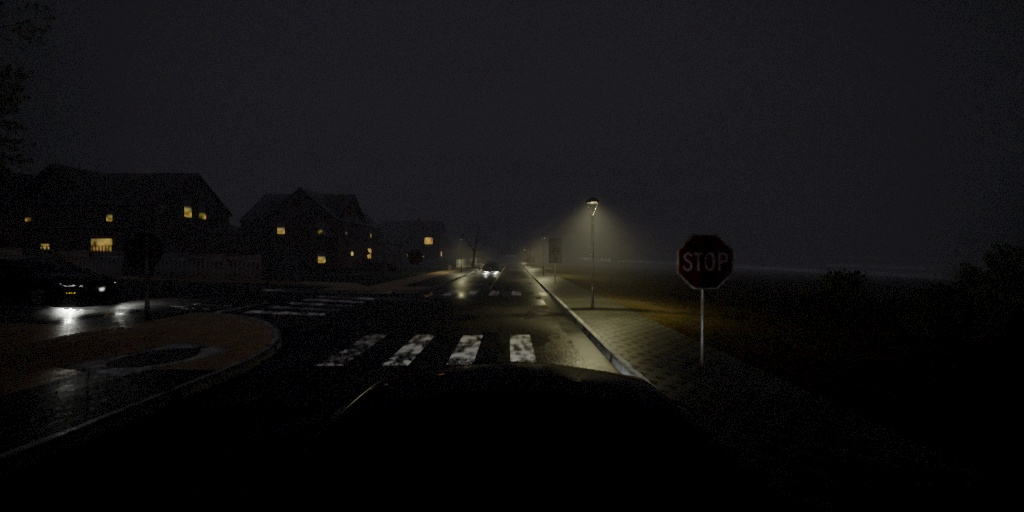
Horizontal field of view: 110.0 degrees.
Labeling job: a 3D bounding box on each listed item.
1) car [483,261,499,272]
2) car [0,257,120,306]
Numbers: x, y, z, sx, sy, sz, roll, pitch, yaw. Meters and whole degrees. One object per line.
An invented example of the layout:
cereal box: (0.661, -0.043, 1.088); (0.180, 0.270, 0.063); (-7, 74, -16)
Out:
car: (-2.655, 1.300, 46.257); (1.994, 1.385, 4.181); (0, 0, 0)
car: (-16.309, 0.802, 12.172); (4.892, 1.490, 1.837); (2, 0, 1)
